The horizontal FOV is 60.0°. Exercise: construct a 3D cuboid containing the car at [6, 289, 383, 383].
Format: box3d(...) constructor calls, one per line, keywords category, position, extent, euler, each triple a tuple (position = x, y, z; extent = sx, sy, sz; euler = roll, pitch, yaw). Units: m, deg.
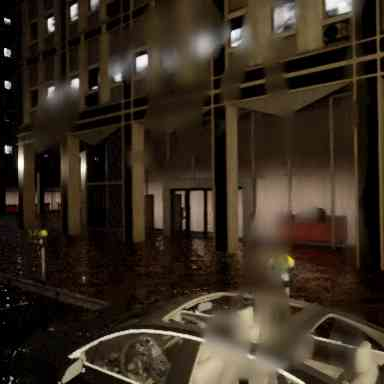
box3d(category="car", position=(0.139, 1.561, 2.782), extent=(4.403, 1.369, 2.008), euler=(-1, -1, 36))
